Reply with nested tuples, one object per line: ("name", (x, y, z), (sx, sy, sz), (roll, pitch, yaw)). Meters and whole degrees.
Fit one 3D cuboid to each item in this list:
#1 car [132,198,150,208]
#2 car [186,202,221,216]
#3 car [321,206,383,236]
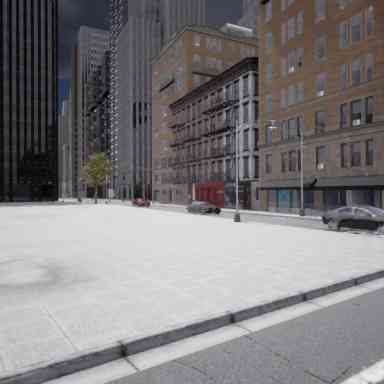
("car", (-8.367, 1.753, 54.535), (1.882, 1.535, 5.008), (0, -1, -26))
("car", (1.207, 1.744, 34.869), (1.895, 1.301, 4.718), (0, 0, -26))
("car", (9.712, 1.538, 18.667), (2.128, 1.511, 4.902), (0, 0, -33))
